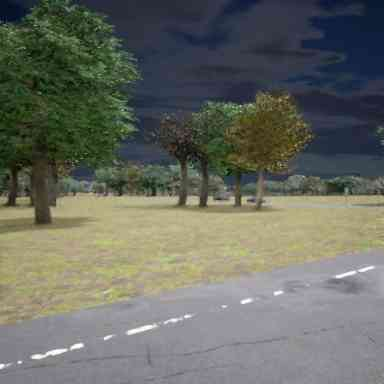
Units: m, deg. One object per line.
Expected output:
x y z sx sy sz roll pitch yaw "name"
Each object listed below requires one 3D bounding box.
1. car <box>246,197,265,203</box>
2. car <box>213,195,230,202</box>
13.108 1.628 68.650 1.994 1.385 4.181 1 -1 -34 "car"
6.890 1.458 78.026 2.128 1.511 4.902 1 0 -34 "car"
